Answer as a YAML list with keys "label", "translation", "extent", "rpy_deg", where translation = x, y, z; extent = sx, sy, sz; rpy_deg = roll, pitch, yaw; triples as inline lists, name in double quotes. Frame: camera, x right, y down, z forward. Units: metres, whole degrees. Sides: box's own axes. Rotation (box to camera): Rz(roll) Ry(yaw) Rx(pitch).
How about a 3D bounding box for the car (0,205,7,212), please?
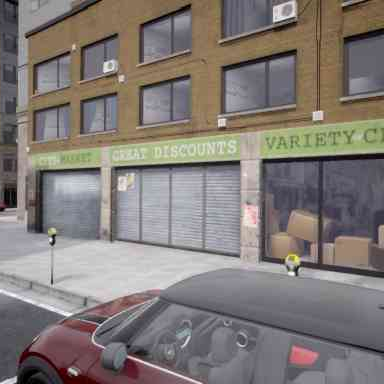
- label: "car"
  translation: [-19.421, 1.458, 29.770]
  extent: [1.895, 1.301, 4.718]
  rpy_deg: [1, 1, 34]

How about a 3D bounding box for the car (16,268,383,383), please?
- label: "car"
  translation: [0.247, 1.440, 2.889]
  extent: [4.097, 1.590, 1.967]
  rpy_deg: [0, 1, 35]
